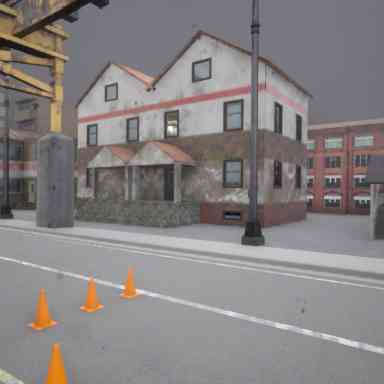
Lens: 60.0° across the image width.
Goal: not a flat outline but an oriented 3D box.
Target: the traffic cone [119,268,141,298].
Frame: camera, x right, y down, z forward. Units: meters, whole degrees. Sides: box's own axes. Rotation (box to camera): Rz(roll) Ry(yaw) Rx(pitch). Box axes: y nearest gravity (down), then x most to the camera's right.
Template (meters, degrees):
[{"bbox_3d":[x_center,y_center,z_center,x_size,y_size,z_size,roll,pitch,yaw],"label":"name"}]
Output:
[{"bbox_3d":[-1.346,1.949,7.228,0.340,0.580,0.340,0,0,36],"label":"traffic cone"}]

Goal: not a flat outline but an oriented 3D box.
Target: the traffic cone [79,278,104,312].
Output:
[{"bbox_3d":[-1.931,1.949,6.417,0.340,0.580,0.340,0,0,36],"label":"traffic cone"}]

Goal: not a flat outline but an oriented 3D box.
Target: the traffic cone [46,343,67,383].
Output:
[{"bbox_3d":[-1.479,1.952,3.625,0.340,0.580,0.340,0,0,36],"label":"traffic cone"}]

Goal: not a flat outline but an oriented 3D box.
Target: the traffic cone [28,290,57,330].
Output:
[{"bbox_3d":[-2.516,1.949,5.606,0.340,0.580,0.340,0,0,36],"label":"traffic cone"}]
